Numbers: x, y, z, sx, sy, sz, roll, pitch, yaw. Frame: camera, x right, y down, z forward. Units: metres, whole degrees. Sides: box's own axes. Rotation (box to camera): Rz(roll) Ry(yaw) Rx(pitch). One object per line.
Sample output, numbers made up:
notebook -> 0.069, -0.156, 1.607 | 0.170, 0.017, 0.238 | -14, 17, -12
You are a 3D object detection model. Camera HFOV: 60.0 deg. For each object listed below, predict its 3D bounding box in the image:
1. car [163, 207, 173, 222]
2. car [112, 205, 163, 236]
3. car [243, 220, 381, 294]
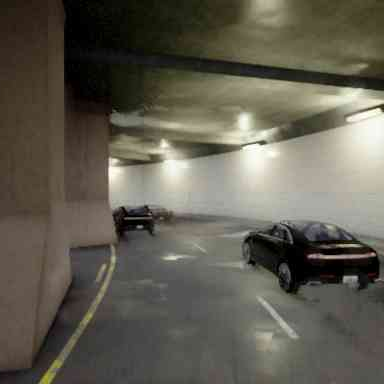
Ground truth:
car -> -3.366, 1.632, 26.175 | 1.895, 1.301, 4.718 | 0, 0, -31
car -> -3.476, 1.519, 18.667 | 2.128, 1.511, 4.902 | 0, 0, -22
car -> 2.760, 1.484, 8.856 | 2.128, 1.511, 4.902 | 0, 0, -7
